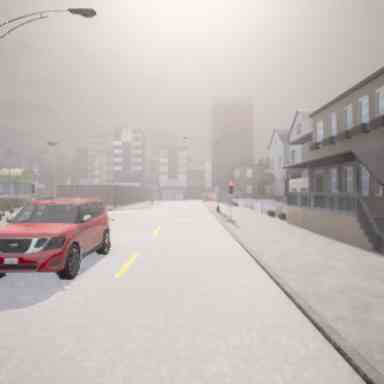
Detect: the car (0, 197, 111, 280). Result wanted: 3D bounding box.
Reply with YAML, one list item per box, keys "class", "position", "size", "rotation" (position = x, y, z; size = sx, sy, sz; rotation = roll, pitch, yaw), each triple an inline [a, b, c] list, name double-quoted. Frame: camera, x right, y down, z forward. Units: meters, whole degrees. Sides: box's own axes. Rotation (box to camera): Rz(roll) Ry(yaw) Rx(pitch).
- class: "car"
  position: [-4.093, 1.211, 10.308]
  size: [2.150, 2.045, 5.566]
  rotation: [0, 0, 0]
